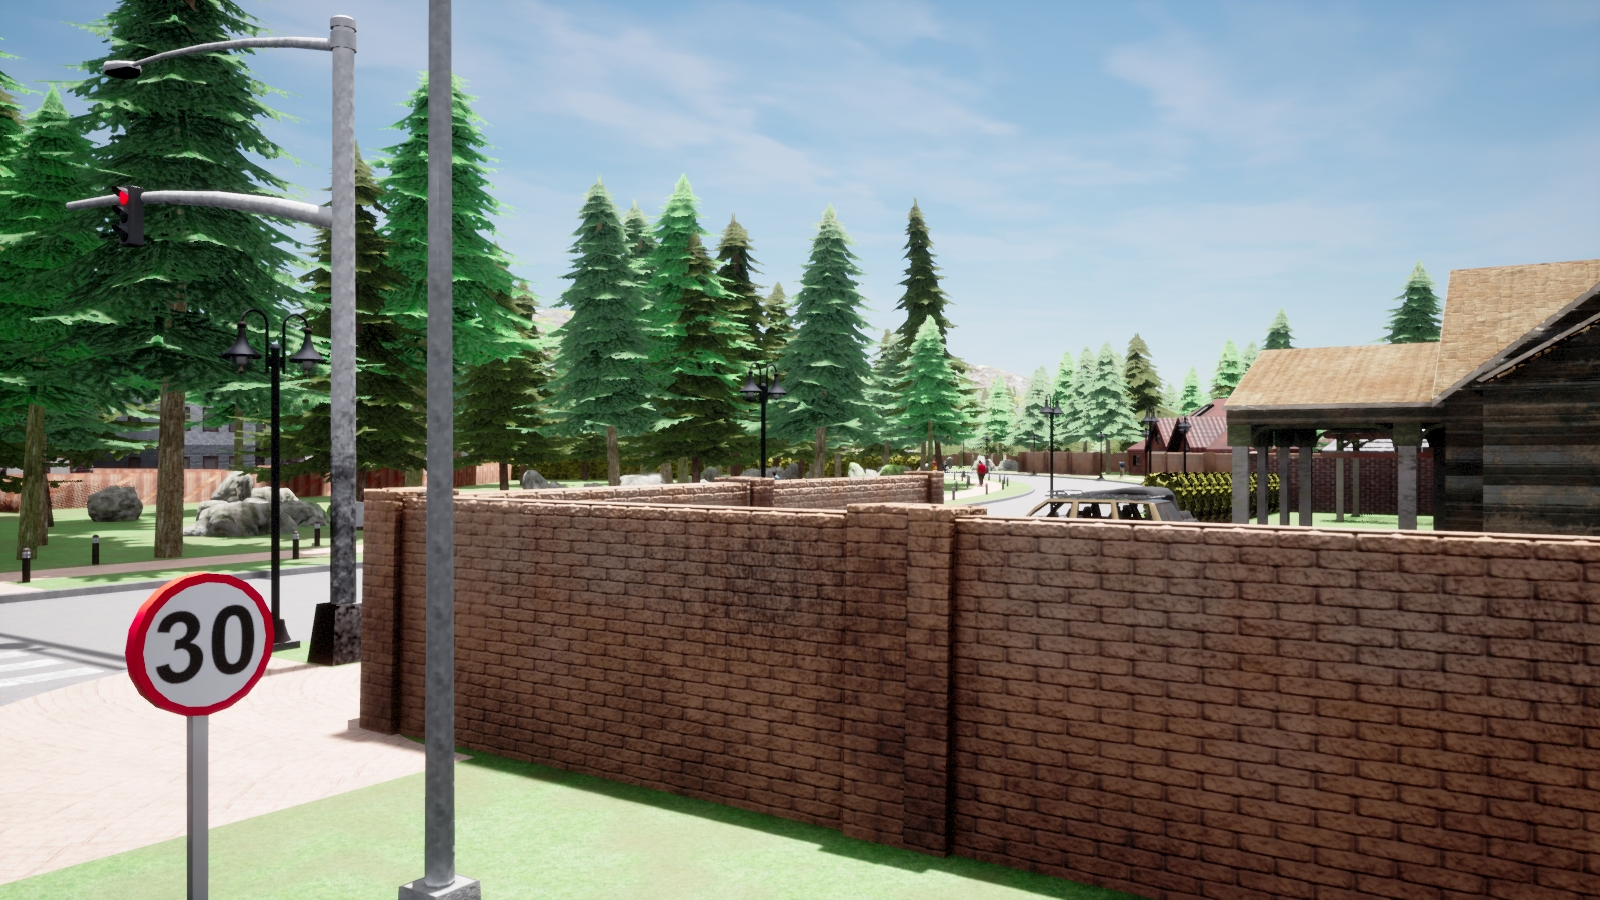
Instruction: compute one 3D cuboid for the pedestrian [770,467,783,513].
[{"bbox_3d":[-0.980,1.646,47.210,0.375,1.860,0.375,0,0,34],"label":"pedestrian"}]
